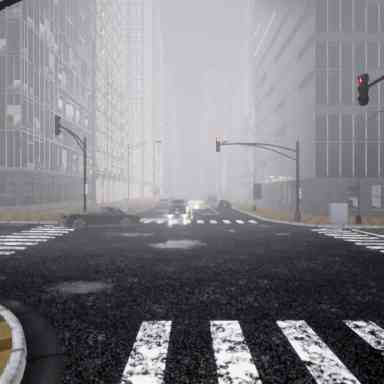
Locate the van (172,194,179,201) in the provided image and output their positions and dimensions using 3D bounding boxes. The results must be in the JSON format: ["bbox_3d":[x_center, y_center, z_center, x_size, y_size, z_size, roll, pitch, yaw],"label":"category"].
[{"bbox_3d":[-4.191,1.315,85.976,1.690,1.788,3.998,0,0,0],"label":"van"}]

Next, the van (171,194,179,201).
[{"bbox_3d":[-4.168,1.321,80.449,1.690,1.788,3.998,0,0,0],"label":"van"}]

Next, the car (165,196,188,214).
[{"bbox_3d":[-1.511,1.520,35.616,1.837,1.490,4.892,0,0,0],"label":"car"}]

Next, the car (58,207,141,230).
[{"bbox_3d":[-5.681,1.571,20.573,4.718,1.301,1.895,2,0,-36],"label":"car"}]

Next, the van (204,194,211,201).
[{"bbox_3d":[3.712,1.321,80.482,1.690,1.788,3.998,0,0,0],"label":"van"}]

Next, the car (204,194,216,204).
[{"bbox_3d":[3.783,1.313,63.899,2.192,1.841,5.009,0,0,0],"label":"car"}]

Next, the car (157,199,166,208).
[{"bbox_3d":[-4.027,1.593,47.283,1.802,1.307,4.206,0,0,0],"label":"car"}]

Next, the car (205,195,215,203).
[{"bbox_3d":[3.759,1.432,69.428,1.967,1.590,4.097,0,0,0],"label":"car"}]

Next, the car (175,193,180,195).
[{"bbox_3d":[-4.145,1.426,74.922,1.967,1.590,4.097,0,0,0],"label":"car"}]

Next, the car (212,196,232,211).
[{"bbox_3d":[3.926,1.579,41.791,1.947,1.339,4.313,0,0,0],"label":"car"}]

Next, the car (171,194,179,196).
[{"bbox_3d":[-4.097,1.564,63.866,1.947,1.339,4.313,0,0,0],"label":"car"}]
